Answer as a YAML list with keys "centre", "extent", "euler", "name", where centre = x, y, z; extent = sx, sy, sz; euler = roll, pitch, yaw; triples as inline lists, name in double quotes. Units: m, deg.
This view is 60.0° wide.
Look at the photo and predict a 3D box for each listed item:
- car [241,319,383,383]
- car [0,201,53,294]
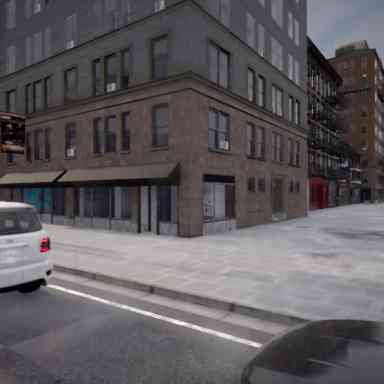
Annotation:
- centre: [2.597, 1.505, 1.834]
  extent: [4.892, 1.490, 1.837]
  euler: [0, 0, 36]
  name: "car"
- centre: [-5.446, 1.221, 7.561]
  extent: [5.566, 2.045, 2.150]
  euler: [0, 0, 36]
  name: "car"
